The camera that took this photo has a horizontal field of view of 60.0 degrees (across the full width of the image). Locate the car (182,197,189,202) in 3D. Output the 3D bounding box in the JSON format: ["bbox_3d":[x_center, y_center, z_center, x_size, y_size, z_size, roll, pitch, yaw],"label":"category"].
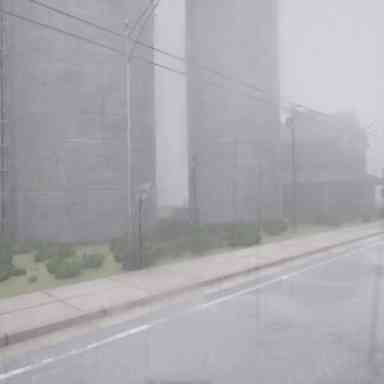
[{"bbox_3d":[-0.201,2.153,71.240,3.866,1.878,1.905,1,-6,2],"label":"car"}]
